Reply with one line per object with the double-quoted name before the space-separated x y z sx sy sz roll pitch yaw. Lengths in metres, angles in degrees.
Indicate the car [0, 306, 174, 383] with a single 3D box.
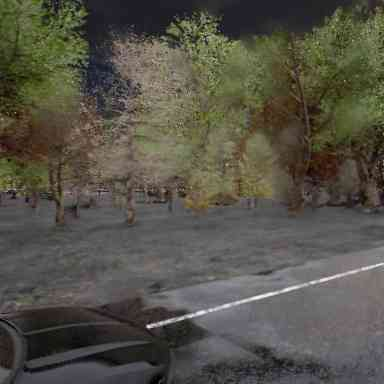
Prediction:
"car" -2.430 1.481 2.012 5.008 1.535 1.882 0 0 -36
